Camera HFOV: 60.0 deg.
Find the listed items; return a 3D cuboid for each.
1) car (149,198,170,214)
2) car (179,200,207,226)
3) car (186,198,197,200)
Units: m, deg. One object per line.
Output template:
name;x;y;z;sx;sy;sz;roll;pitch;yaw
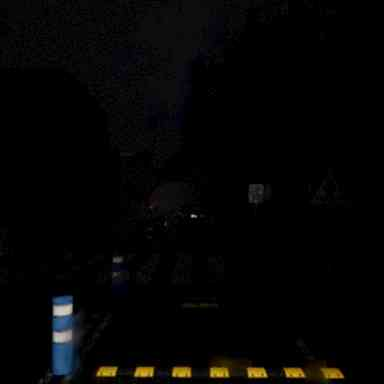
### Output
car;-3.471;1.455;36.002;1.882;1.535;5.008;0;0;0
car;0.042;1.549;23.187;2.033;1.411;5.357;0;0;0
car;-0.071;1.517;42.763;2.033;1.411;5.357;0;0;0
